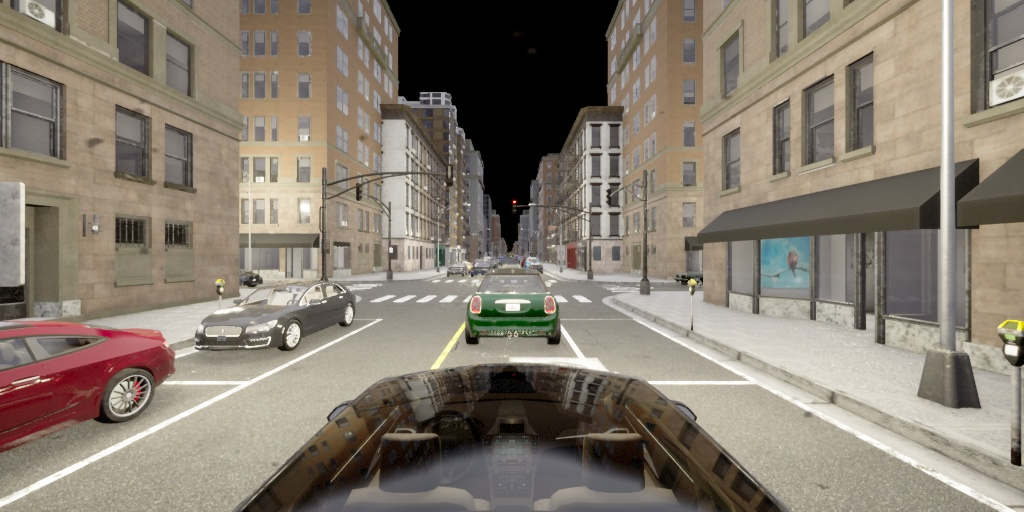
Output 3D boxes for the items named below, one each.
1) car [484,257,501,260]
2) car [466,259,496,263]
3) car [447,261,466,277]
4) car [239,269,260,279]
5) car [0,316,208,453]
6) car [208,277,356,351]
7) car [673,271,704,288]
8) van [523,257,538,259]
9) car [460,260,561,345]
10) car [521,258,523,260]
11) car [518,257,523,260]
[{"bbox_3d":[-2.856,1.246,49.435,1.837,1.490,4.892,0,0,0],"label":"car"},{"bbox_3d":[-2.878,1.292,34.980,2.033,1.411,5.357,0,0,1],"label":"car"},{"bbox_3d":[-5.396,1.295,35.711,2.007,1.370,4.403,0,0,0],"label":"car"},{"bbox_3d":[-17.146,1.222,21.068,4.181,1.385,1.994,0,0,0],"label":"car"},{"bbox_3d":[-5.389,1.332,3.153,1.802,1.307,4.207,0,0,0],"label":"car"},{"bbox_3d":[-5.390,1.300,8.835,2.007,1.370,4.403,0,0,0],"label":"car"},{"bbox_3d":[13.493,1.430,24.072,4.718,1.301,1.895,0,0,0],"label":"car"},{"bbox_3d":[2.633,1.083,46.526,1.690,1.789,3.998,0,0,0],"label":"van"},{"bbox_3d":[0.039,1.101,9.678,2.097,1.767,4.553,0,0,1],"label":"car"},{"bbox_3d":[2.634,1.324,51.932,1.802,1.307,4.207,0,0,0],"label":"car"},{"bbox_3d":[2.635,1.055,62.744,2.192,1.841,5.009,0,0,0],"label":"car"}]
